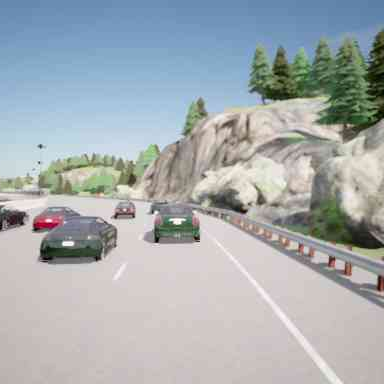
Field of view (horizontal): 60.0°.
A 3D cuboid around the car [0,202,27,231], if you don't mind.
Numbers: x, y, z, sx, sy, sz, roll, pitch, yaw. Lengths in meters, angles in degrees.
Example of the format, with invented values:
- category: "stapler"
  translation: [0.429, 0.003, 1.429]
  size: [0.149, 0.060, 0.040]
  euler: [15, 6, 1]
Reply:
- category: "car"
  translation: [-11.746, 1.510, 20.427]
  size: [2.128, 1.511, 4.902]
  euler: [0, 0, -6]

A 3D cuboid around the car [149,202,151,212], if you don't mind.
- category: "car"
  translation: [-3.427, 1.489, 35.305]
  size: [2.128, 1.511, 4.902]
  euler: [0, 0, -11]

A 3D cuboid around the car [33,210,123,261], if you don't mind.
- category: "car"
  translation: [-3.967, 1.569, 12.302]
  size: [1.994, 1.385, 4.181]
  euler: [0, 0, -4]

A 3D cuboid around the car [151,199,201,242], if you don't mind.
- category: "car"
  translation: [-0.807, 1.349, 16.623]
  size: [2.097, 1.767, 4.553]
  euler: [0, 0, -5]

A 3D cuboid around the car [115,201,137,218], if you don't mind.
- category: "car"
  translation: [-6.049, 1.552, 30.286]
  size: [2.033, 1.411, 5.357]
  euler: [0, 0, -10]

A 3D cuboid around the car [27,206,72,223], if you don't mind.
- category: "car"
  translation: [-8.262, 1.575, 20.675]
  size: [1.994, 1.385, 4.181]
  euler: [0, 0, -6]
